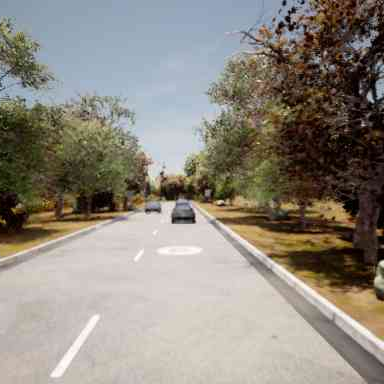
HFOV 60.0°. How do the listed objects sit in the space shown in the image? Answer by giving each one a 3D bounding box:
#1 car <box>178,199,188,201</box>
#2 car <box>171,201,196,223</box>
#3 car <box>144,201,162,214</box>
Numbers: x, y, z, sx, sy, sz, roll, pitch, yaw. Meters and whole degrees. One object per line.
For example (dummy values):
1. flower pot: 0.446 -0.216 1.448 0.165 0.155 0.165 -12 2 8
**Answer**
1. car: -1.244 1.729 44.332 1.882 1.535 5.008 -1 0 -2
2. car: -0.721 1.728 27.718 1.994 1.385 4.181 -1 0 -2
3. car: -4.544 1.816 39.675 2.033 1.411 5.357 -1 0 -2
